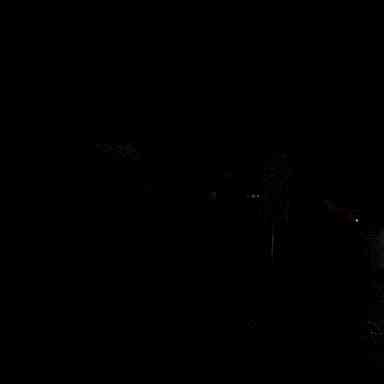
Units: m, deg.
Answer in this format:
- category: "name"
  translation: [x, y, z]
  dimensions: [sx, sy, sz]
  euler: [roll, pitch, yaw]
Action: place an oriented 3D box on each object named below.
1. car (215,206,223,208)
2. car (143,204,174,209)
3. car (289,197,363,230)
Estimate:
- category: "car"
  translation: [2.333, 1.826, 30.434]
  dimensions: [2.033, 1.411, 5.357]
  euler: [2, -2, -36]
- category: "car"
  translation: [-3.622, 1.737, 38.556]
  dimensions: [2.097, 1.767, 4.553]
  euler: [3, -2, -37]
- category: "car"
  translation: [8.241, 1.375, 22.066]
  dimensions: [2.150, 2.045, 5.566]
  euler: [2, -2, -35]
